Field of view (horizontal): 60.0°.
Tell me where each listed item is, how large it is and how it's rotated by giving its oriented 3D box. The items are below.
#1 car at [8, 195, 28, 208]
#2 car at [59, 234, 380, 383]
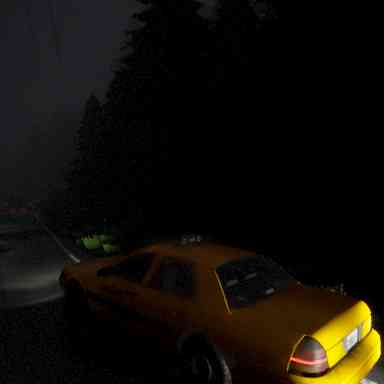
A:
[{"bbox_3d":[-20.972,1.058,40.164,2.128,1.511,4.902,-2,2,-26],"label":"car"},{"bbox_3d":[-0.234,1.417,5.107,5.366,1.575,1.801,1,1,45],"label":"car"}]
